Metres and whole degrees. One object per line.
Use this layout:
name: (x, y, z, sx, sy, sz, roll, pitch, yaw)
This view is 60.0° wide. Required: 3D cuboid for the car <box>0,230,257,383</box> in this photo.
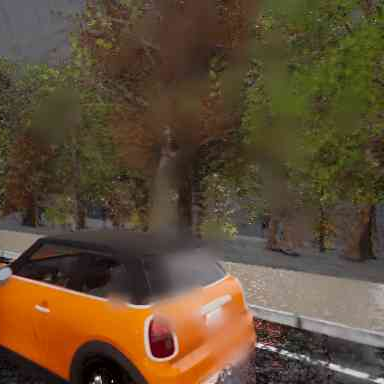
car: (-1.492, 1.338, 4.748, 4.553, 1.767, 2.097, 0, 0, 35)
